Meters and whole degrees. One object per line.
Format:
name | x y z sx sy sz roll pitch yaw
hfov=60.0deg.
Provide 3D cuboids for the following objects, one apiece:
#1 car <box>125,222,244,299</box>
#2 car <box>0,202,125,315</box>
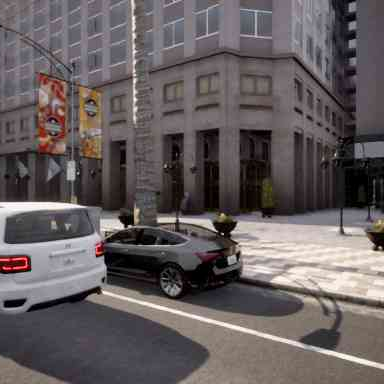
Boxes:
car | -1.048 1.513 8.533 4.786 1.482 2.161 0 0 35
car | -4.207 1.221 6.991 5.566 2.045 2.150 0 0 35
